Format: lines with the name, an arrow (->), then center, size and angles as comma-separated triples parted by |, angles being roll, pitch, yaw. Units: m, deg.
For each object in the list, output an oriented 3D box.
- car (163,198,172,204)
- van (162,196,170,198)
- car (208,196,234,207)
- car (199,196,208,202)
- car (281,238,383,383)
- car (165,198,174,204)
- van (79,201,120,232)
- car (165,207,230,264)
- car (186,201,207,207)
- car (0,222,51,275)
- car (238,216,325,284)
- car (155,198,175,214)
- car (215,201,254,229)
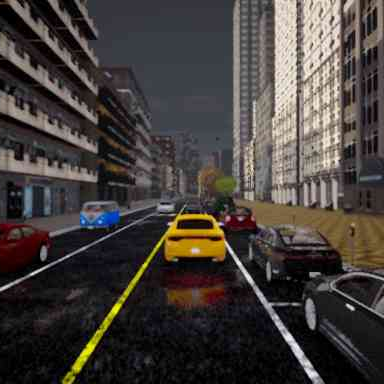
car -> -5.514, 2.033, 75.642 | 1.752, 1.417, 4.829 | 0, 0, 0
van -> -5.526, 1.809, 70.291 | 1.690, 1.788, 3.998 | 0, 0, 0
car -> 3.184, 1.443, 34.333 | 2.150, 2.045, 5.566 | 0, 0, 0
car -> 2.829, 1.939, 59.224 | 2.008, 1.369, 4.403 | 0, 0, 0
car -> 2.700, 1.576, 3.997 | 2.008, 1.369, 4.403 | 0, 0, 0
car -> -5.501, 2.118, 81.335 | 1.947, 1.339, 4.313 | 0, 0, 0
van -> -5.642, 1.466, 20.586 | 1.690, 1.788, 3.998 | 0, 0, 0
car -> 0.110, 1.551, 12.095 | 1.882, 1.535, 5.008 | 0, 0, 0
car -> 0.162, 1.791, 30.664 | 1.895, 1.301, 4.718 | 0, 0, 0
car -> -5.668, 1.603, 9.540 | 1.887, 1.381, 4.507 | 0, 0, 0
car -> 2.713, 1.609, 9.521 | 2.008, 1.369, 4.403 | 0, 0, 0
car -> -3.008, 1.770, 38.641 | 1.812, 1.442, 4.674 | 0, 0, 0
car -> 2.739, 1.566, 20.565 | 1.967, 1.590, 4.097 | 0, 0, 0
